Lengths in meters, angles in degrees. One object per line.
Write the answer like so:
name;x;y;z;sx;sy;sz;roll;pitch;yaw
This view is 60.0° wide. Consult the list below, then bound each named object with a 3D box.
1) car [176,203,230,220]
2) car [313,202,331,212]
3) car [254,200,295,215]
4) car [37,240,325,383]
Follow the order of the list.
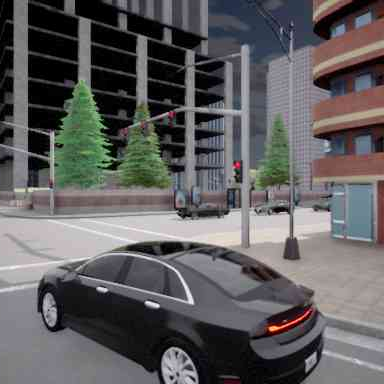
car;0.986;1.679;29.112;4.718;1.301;1.895;0;0;-36
car;16.674;1.426;40.285;4.553;1.767;2.097;0;0;-35
car;8.578;1.567;34.531;4.902;1.511;2.128;0;0;-35
car;-0.586;1.509;5.052;4.892;1.490;1.837;0;0;41
